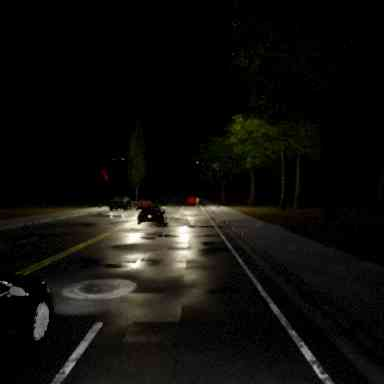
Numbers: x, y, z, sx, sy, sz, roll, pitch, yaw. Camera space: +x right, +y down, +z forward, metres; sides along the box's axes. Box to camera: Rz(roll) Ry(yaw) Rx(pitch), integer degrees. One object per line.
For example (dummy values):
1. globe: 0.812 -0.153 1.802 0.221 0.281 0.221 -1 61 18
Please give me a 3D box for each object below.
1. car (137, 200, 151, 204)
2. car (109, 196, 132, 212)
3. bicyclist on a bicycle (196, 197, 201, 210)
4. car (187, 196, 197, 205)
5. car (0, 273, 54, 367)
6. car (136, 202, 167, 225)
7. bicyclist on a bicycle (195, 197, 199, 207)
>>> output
1. car: -6.519 1.868 46.065 1.882 1.535 5.008 0 0 0
2. car: -9.773 1.609 45.755 2.150 2.045 5.566 0 -1 0
3. bicyclist on a bicycle: 0.982 1.869 50.904 0.866 1.612 1.509 0 -1 0
4. car: 0.105 1.850 72.869 2.150 2.045 5.566 0 -1 0
5. car: -3.146 1.534 3.465 1.837 1.490 4.892 0 0 0
6. car: -3.111 1.785 26.514 1.994 1.385 4.181 0 0 0
7. bicyclist on a bicycle: 0.983 1.904 62.436 0.659 1.776 1.843 0 0 0
